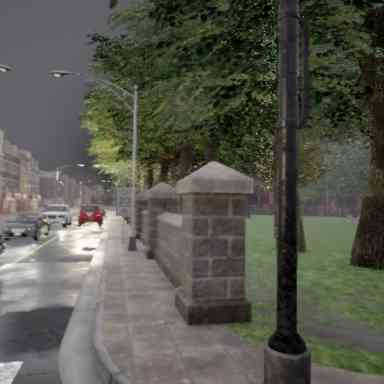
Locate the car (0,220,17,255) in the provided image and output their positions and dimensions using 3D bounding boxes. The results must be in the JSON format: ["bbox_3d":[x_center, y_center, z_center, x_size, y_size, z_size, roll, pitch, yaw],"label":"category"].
[{"bbox_3d":[-7.569,1.801,10.253,2.033,1.411,5.357,1,-2,-9],"label":"car"}]

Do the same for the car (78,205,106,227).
[{"bbox_3d":[-9.919,2.268,32.765,2.150,2.045,5.566,1,-2,-13],"label":"car"}]

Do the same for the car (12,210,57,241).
[{"bbox_3d":[-10.002,2.082,20.365,2.128,1.511,4.902,1,-2,-13],"label":"car"}]

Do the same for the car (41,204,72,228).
[{"bbox_3d":[-12.433,2.149,30.616,2.150,2.045,5.566,1,-2,-14],"label":"car"}]

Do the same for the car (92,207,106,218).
[{"bbox_3d":[-14.649,3.172,52.559,1.882,1.535,5.008,1,-2,-13],"label":"car"}]
